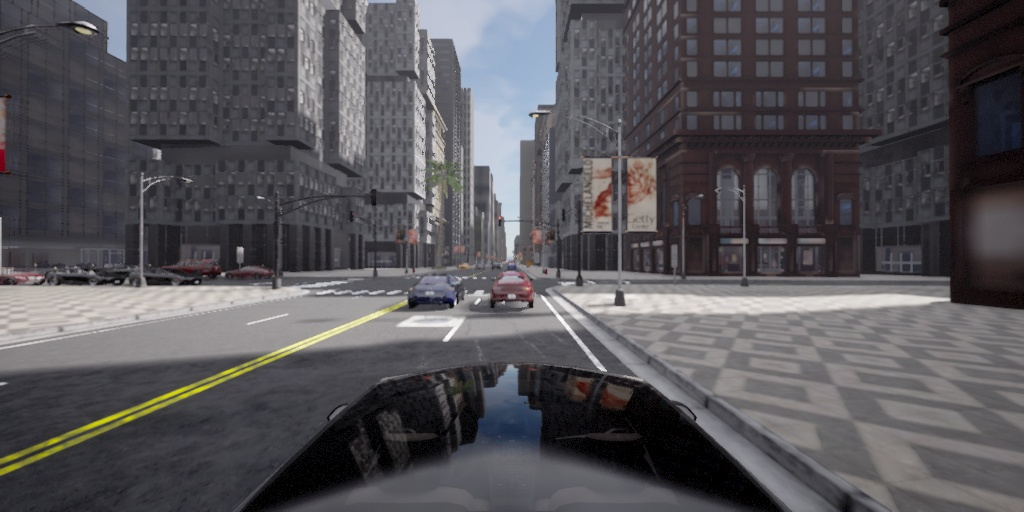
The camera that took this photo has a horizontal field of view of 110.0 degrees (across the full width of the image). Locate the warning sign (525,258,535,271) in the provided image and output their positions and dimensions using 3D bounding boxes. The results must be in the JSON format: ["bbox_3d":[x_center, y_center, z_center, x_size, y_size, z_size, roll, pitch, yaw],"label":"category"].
[{"bbox_3d":[2.834,1.562,60.471,1.300,1.860,1.060,0,0,0],"label":"warning sign"}]

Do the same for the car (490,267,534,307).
[{"bbox_3d":[0.007,1.423,16.220,1.812,1.442,4.674,0,0,0],"label":"car"}]

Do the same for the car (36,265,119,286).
[{"bbox_3d":[-30.583,1.492,25.766,4.313,1.339,1.948,0,0,-1],"label":"car"}]

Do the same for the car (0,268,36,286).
[{"bbox_3d":[-36.221,1.490,25.677,4.207,1.307,1.802,0,0,-1],"label":"car"}]

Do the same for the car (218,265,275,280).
[{"bbox_3d":[-25.076,1.574,34.379,4.207,1.307,1.802,0,0,-1],"label":"car"}]

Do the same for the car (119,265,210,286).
[{"bbox_3d":[-24.944,1.513,25.855,4.313,1.339,1.948,0,0,-1],"label":"car"}]

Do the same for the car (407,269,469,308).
[{"bbox_3d":[-3.270,1.461,16.150,1.994,1.385,4.181,0,-1,-1],"label":"car"}]

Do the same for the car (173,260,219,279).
[{"bbox_3d":[-30.715,1.287,34.290,5.009,1.841,2.192,0,0,-1],"label":"car"}]
